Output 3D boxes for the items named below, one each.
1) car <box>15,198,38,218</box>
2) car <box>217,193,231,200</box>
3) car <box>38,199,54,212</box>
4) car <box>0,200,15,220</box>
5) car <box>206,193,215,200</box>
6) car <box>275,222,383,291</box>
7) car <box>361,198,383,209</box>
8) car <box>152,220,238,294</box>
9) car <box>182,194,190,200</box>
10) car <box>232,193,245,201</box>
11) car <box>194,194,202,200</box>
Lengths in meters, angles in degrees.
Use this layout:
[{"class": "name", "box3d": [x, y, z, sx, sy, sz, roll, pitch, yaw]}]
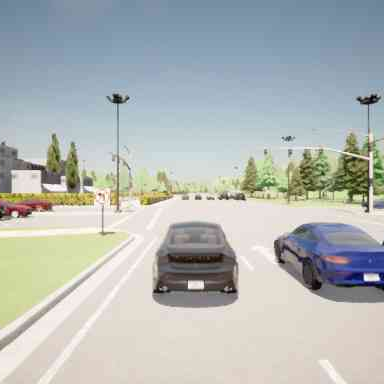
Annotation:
[{"class": "car", "box3d": [-16.782, 1.490, 29.357, 5.008, 1.535, 1.882, 0, 0, -1]}, {"class": "car", "box3d": [8.733, 1.255, 91.304, 2.150, 2.045, 5.566, 0, 0, 0]}, {"class": "car", "box3d": [-18.313, 1.493, 37.538, 5.008, 1.535, 1.882, 0, 0, -1]}, {"class": "car", "box3d": [-17.356, 1.232, 25.849, 5.566, 2.045, 2.150, 0, 0, -1]}, {"class": "car", "box3d": [5.236, 1.627, 92.149, 1.895, 1.301, 4.718, 0, 0, 0]}, {"class": "car", "box3d": [3.585, 1.529, 8.931, 1.812, 1.442, 4.674, 0, 0, 0]}, {"class": "car", "box3d": [25.975, 1.566, 45.098, 5.357, 1.411, 2.033, 0, 0, -1]}, {"class": "car", "box3d": [0.079, 1.509, 8.762, 1.837, 1.490, 4.892, 0, 0, 0]}, {"class": "car", "box3d": [-1.767, 1.555, 91.310, 2.128, 1.511, 4.902, 0, 0, 0]}, {"class": "car", "box3d": [12.211, 1.260, 85.195, 2.150, 2.045, 5.566, 0, 0, 0]}, {"class": "car", "box3d": [1.734, 1.509, 91.715, 1.882, 1.535, 5.008, 0, 0, 0]}]
